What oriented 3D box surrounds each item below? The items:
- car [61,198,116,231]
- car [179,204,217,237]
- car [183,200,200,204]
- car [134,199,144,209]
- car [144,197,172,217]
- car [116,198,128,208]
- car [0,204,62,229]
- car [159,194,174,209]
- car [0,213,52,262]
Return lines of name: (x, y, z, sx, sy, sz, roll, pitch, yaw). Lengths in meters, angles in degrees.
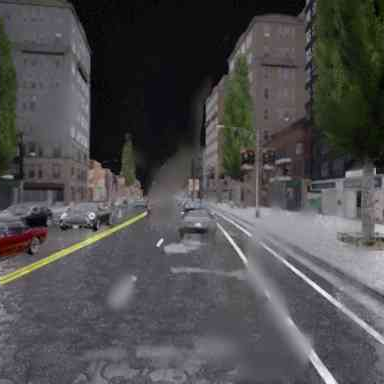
car: (-6.394, 1.338, 20.504, 2.097, 1.767, 4.553, 0, 0, 0)
car: (0.312, 1.588, 18.427, 1.994, 1.385, 4.181, 0, 0, 0)
car: (-0.070, 1.613, 38.474, 2.033, 1.411, 5.357, 0, 0, -2)
car: (-7.060, 1.658, 47.602, 2.033, 1.411, 5.357, 0, 0, -3)
car: (-3.134, 1.534, 31.583, 1.837, 1.490, 4.892, 0, 0, -1)
car: (-10.305, 1.552, 47.419, 2.128, 1.511, 4.902, 0, 0, -3)
car: (-9.646, 1.455, 19.086, 2.128, 1.511, 4.902, 0, 0, 0)
car: (-3.696, 1.287, 46.204, 2.150, 2.045, 5.566, 0, 0, -3)
car: (-6.476, 1.572, 10.492, 1.895, 1.301, 4.718, 0, 0, 1)
